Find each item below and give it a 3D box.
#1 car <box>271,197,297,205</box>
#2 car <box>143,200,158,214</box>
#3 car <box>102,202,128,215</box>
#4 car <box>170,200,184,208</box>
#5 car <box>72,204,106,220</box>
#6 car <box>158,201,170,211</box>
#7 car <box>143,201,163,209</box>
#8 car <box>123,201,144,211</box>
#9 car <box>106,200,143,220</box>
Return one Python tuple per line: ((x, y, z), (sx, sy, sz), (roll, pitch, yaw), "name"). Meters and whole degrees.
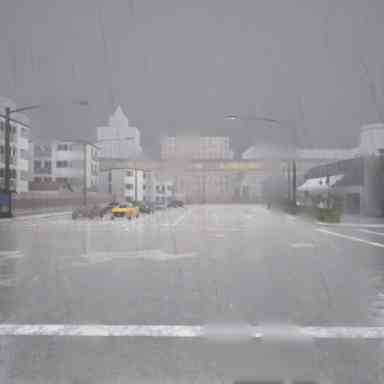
((19.171, 2.050, 69.638), (5.566, 2.045, 2.150), (0, -1, -19), "car")
((-6.010, 1.815, 41.623), (2.097, 1.767, 4.553), (0, -1, 4), "car")
((-9.563, 1.988, 41.510), (1.812, 1.442, 4.674), (0, -1, 5), "car")
((-2.985, 2.225, 61.483), (1.837, 1.490, 4.892), (0, -1, 22), "car")
((-10.022, 1.870, 32.421), (1.812, 1.442, 4.674), (0, -1, 3), "car")
((-5.233, 2.192, 51.530), (1.895, 1.301, 4.718), (0, -1, 7), "car")
((-7.066, 2.309, 60.562), (1.895, 1.301, 4.718), (0, -1, 18), "car")
((-8.831, 2.083, 50.515), (1.837, 1.490, 4.892), (0, -1, 6), "car")
((-6.506, 1.825, 32.653), (1.882, 1.535, 5.008), (0, -1, 3), "car")
